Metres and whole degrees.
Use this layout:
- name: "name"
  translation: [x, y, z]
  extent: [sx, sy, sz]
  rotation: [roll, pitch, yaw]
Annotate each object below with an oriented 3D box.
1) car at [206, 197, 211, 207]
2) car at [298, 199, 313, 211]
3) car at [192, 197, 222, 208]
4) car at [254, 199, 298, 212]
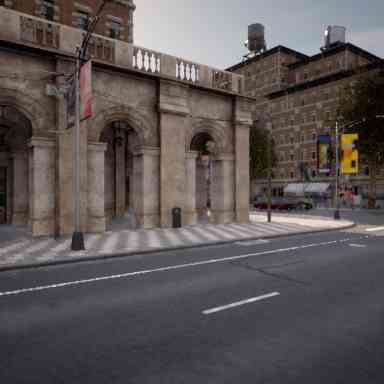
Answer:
- name: "car"
  translation: [1.151, 1.595, 46.040]
  extent: [1.895, 1.301, 4.718]
  rotation: [0, 0, -36]
- name: "car"
  translation: [12.788, 1.563, 41.241]
  extent: [1.994, 1.385, 4.181]
  rotation: [0, 0, -36]
- name: "car"
  translation: [2.238, 1.504, 49.928]
  extent: [1.837, 1.490, 4.892]
  rotation: [0, 0, -36]
- name: "car"
  translation: [9.689, 1.601, 39.554]
  extent: [1.895, 1.301, 4.718]
  rotation: [0, 0, -36]
